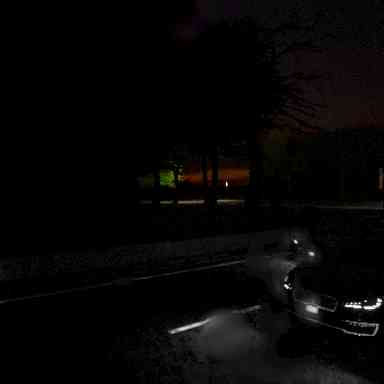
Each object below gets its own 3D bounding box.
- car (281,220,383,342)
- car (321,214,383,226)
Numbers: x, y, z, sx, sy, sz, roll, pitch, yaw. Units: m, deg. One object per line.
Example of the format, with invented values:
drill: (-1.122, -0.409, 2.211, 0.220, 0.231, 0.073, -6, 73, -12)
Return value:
car: (3.764, 1.493, 6.370, 4.892, 1.490, 1.837, 0, 0, -35)
car: (5.876, 1.527, 11.868, 5.357, 1.411, 2.033, 0, 0, -35)
